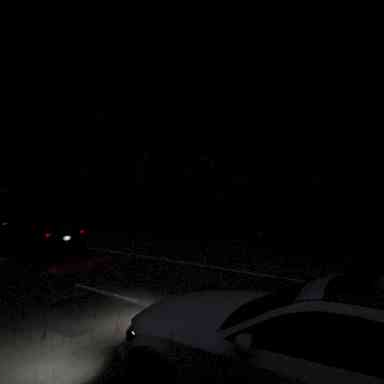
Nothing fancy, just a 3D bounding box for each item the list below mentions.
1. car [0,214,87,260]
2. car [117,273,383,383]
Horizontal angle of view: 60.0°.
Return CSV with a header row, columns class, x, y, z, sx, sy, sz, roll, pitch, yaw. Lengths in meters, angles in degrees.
class,x,y,z,sx,sy,sz,roll,pitch,yaw
car,-5.887,1.538,12.495,4.181,1.385,1.994,0,0,36
car,1.377,1.525,3.010,4.674,1.442,1.812,0,0,36
